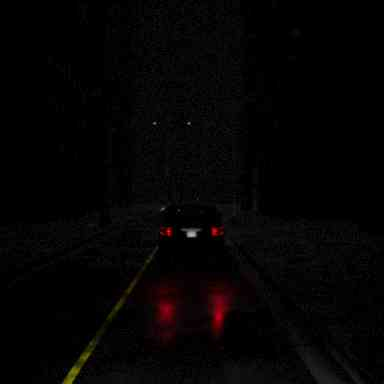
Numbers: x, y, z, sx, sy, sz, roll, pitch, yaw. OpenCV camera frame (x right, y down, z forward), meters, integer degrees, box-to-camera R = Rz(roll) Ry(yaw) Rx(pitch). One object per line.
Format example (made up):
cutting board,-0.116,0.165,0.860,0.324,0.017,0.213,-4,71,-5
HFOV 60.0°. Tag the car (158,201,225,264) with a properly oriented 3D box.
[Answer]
car,0.003,1.369,12.584,2.150,2.045,5.566,0,0,0

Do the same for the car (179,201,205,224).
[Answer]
car,0.009,1.684,28.442,2.097,1.767,4.553,0,-1,0

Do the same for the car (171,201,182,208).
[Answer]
car,-3.036,2.413,65.017,1.994,1.385,4.181,0,-1,0
